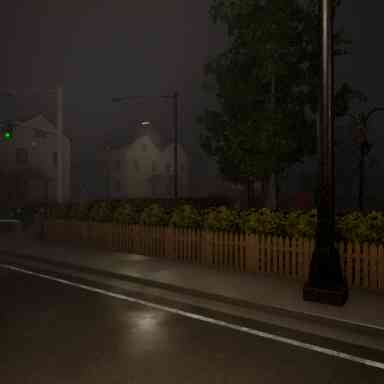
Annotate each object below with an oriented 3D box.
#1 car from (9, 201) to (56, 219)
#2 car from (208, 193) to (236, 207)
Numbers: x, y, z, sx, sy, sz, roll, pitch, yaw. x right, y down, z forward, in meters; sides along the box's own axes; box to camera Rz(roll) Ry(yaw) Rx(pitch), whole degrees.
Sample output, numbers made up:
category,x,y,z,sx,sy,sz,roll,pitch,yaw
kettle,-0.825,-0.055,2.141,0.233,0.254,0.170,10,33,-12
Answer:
category,x,y,z,sx,sy,sz,roll,pitch,yaw
car,-13.634,1.526,29.413,1.812,1.442,4.674,0,0,35
car,4.330,1.221,48.791,2.150,2.045,5.566,0,0,35
